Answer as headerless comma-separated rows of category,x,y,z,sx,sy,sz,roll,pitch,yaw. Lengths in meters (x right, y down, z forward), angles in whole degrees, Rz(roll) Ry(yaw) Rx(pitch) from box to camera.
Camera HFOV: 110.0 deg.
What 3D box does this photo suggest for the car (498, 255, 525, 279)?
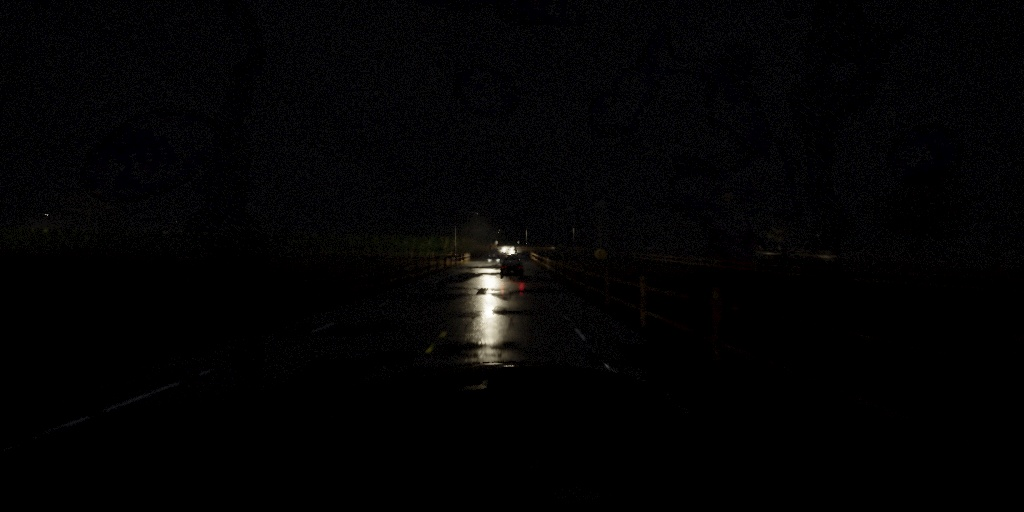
car,0.008,0.947,29.083,1.882,1.535,5.008,0,2,0
